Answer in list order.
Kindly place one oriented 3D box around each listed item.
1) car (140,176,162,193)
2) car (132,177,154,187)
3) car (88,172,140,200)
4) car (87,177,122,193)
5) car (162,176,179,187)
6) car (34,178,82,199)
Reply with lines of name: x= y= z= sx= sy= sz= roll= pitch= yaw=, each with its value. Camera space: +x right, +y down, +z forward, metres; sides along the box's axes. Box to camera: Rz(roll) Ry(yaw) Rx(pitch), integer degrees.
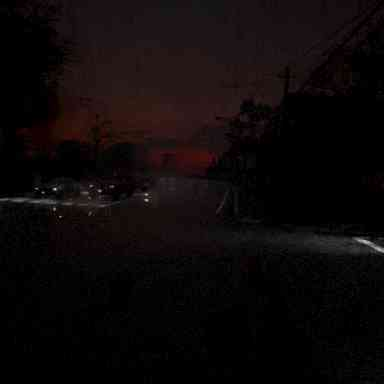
car: x=-5.085 y=-0.902 z=36.183 sx=2.097 sy=1.767 sz=4.553 roll=3 pitch=3 yaw=7
car: x=-7.056 y=-1.469 z=48.610 sx=1.895 sy=1.301 sz=4.718 roll=3 pitch=3 yaw=7
car: x=-6.327 y=-0.571 z=26.889 sx=2.150 sy=2.045 sz=5.566 roll=3 pitch=3 yaw=8
car: x=-8.900 y=-0.749 z=34.146 sx=1.994 sy=1.385 sz=4.181 roll=3 pitch=3 yaw=7
car: x=-3.319 y=-1.673 z=50.645 sx=2.097 sy=1.767 sz=4.553 roll=3 pitch=4 yaw=6
car: x=-10.055 y=-0.358 z=25.475 sx=1.812 sy=1.442 sz=4.674 roll=3 pitch=3 yaw=8
